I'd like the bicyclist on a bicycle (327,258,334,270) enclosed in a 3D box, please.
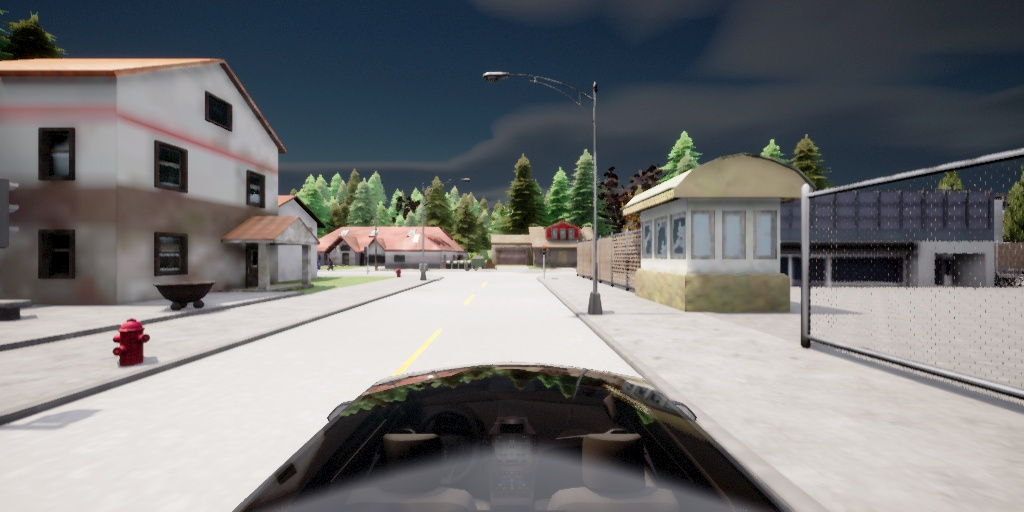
[{"bbox_3d":[-23.984,1.073,47.352,0.582,1.620,1.656,0,0,0],"label":"bicyclist on a bicycle"}]
